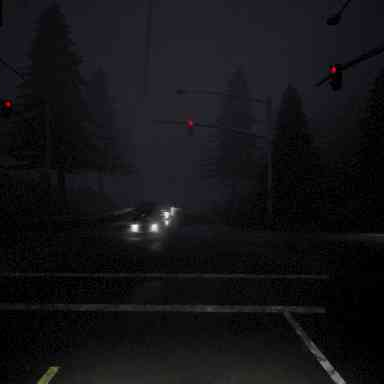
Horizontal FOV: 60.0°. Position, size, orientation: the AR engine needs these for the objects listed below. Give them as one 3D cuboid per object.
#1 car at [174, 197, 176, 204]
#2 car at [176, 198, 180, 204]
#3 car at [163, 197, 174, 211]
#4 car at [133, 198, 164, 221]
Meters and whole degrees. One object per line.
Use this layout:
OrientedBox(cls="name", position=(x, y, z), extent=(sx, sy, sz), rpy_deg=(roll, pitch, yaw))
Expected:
OrientedBox(cls="car", position=(-3.849, 1.601, 50.698), extent=(1.895, 1.301, 4.718), rpy_deg=(0, 0, -7))
OrientedBox(cls="car", position=(-4.055, 1.564, 61.744), extent=(1.994, 1.385, 4.181), rpy_deg=(0, 0, -39))
OrientedBox(cls="car", position=(-3.624, 1.601, 40.127), extent=(1.895, 1.301, 4.718), rpy_deg=(0, 0, 0))
OrientedBox(cls="car", position=(-3.622, 1.505, 27.257), extent=(1.837, 1.490, 4.892), rpy_deg=(0, 0, 0))
